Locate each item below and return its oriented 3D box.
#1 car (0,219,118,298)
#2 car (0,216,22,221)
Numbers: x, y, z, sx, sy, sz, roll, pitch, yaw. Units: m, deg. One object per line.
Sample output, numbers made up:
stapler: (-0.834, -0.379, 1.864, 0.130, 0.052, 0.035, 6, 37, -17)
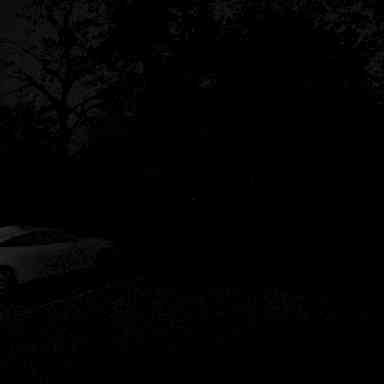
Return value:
car: (-4.103, 1.585, 8.737, 2.002, 1.452, 4.674, -1, 0, 35)
car: (-6.662, 1.570, 10.571, 2.097, 1.535, 5.008, -1, 0, 35)
